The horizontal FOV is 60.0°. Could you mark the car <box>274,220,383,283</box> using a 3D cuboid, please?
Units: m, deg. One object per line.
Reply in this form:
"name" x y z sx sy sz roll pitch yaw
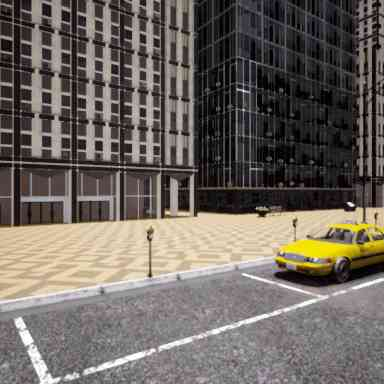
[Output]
"car" 4.444 1.524 9.679 4.829 1.417 1.752 0 0 -35
